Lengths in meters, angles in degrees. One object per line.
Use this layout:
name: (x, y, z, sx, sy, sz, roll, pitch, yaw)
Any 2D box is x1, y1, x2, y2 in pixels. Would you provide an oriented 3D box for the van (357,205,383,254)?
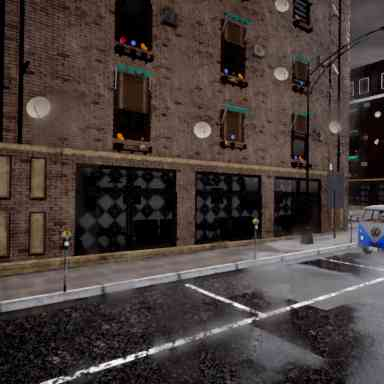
van: (7.635, 1.345, 12.093, 3.998, 1.788, 1.690, 0, 1, -35)
